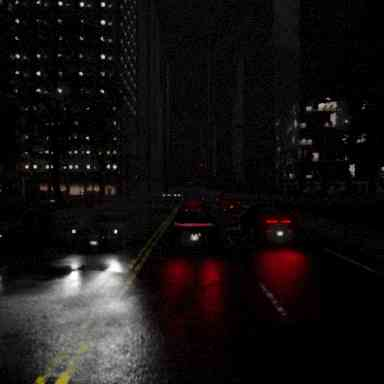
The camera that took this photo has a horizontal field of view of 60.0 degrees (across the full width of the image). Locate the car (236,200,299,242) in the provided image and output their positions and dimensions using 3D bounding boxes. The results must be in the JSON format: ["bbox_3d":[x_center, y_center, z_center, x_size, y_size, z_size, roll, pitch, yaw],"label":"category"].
[{"bbox_3d":[3.345,1.295,15.040,1.837,1.490,4.892,0,0,0],"label":"car"}]

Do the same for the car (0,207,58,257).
[{"bbox_3d":[-6.602,1.323,12.178,2.128,1.511,4.902,0,1,0],"label":"car"}]

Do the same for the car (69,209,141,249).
[{"bbox_3d":[-3.352,1.412,13.603,1.895,1.301,4.718,0,1,0],"label":"car"}]

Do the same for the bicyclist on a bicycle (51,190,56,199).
[{"bbox_3d":[-25.173,0.543,60.517,0.582,1.620,1.656,0,0,2],"label":"bicyclist on a bicycle"}]

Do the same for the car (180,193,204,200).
[{"bbox_3d":[0.091,1.049,30.593,1.882,1.535,5.008,0,1,0],"label":"car"}]

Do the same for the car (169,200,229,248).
[{"bbox_3d":[0.091,1.303,13.674,2.128,1.511,4.902,0,1,0],"label":"car"}]

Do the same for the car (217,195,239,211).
[{"bbox_3d":[3.341,1.052,30.397,1.882,1.535,5.008,0,1,0],"label":"car"}]
